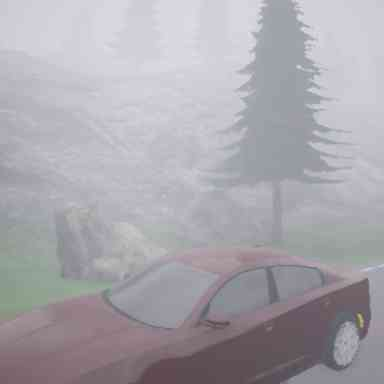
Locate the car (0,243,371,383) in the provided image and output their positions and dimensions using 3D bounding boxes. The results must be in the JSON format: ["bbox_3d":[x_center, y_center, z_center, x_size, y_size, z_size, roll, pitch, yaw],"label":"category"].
[{"bbox_3d":[0.231,1.478,4.117,5.008,1.535,1.882,0,0,-35],"label":"car"}]
